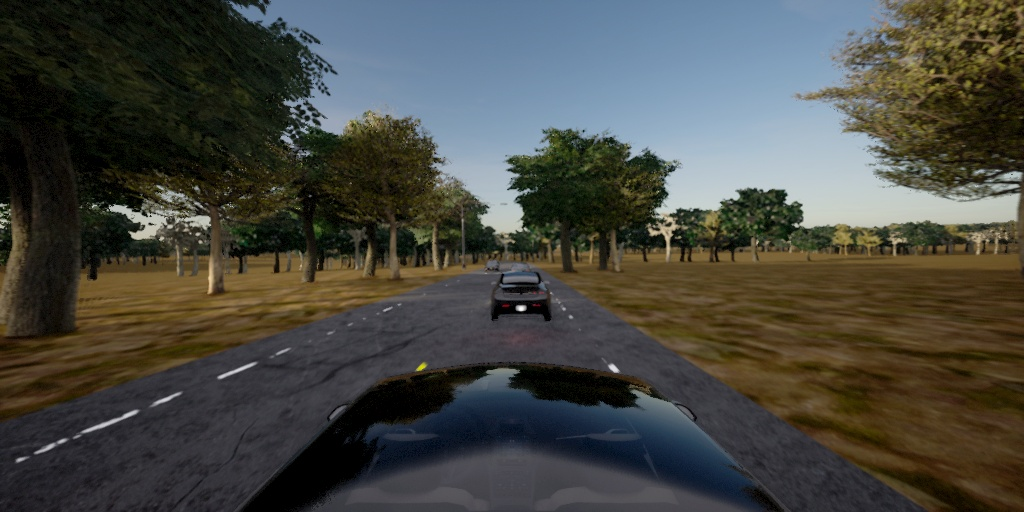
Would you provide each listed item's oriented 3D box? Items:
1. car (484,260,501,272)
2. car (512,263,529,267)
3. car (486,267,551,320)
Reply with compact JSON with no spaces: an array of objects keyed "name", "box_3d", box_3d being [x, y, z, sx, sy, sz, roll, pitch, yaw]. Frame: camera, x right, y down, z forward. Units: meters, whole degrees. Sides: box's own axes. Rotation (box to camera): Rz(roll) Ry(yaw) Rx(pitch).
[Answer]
[{"name":"car","box_3d":[-2.558,1.346,47.839,1.837,1.490,4.892,-3,0,2]},{"name":"car","box_3d":[0.732,1.302,31.383,2.033,1.411,5.357,-1,-1,1]},{"name":"car","box_3d":[0.299,1.273,12.571,1.837,1.490,4.892,-1,-1,1]}]
